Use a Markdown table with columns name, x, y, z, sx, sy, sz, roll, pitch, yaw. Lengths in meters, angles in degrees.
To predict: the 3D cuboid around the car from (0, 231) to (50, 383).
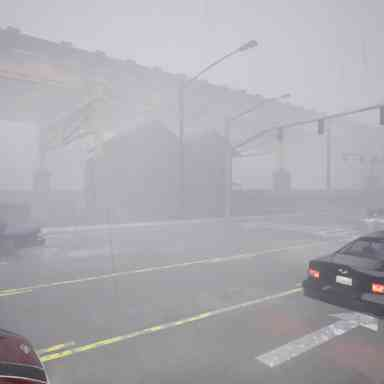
| name | x | y | z | sx | sy | sz | roll | pitch | yaw |
| --- | --- | --- | --- | --- | --- | --- | --- | --- | --- |
| car | -3.048 | 1.352 | 1.573 | 4.553 | 1.767 | 2.097 | 0 | 0 | -36 |

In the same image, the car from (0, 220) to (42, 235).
| name | x | y | z | sx | sy | sz | roll | pitch | yaw |
| --- | --- | --- | --- | --- | --- | --- | --- | --- | --- |
| car | -7.907 | 1.547 | 11.249 | 5.357 | 1.411 | 2.033 | 0 | 0 | -36 |

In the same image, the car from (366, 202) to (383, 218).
| name | x | y | z | sx | sy | sz | roll | pitch | yaw |
| --- | --- | --- | --- | --- | --- | --- | --- | --- | --- |
| car | 17.554 | 1.547 | 29.424 | 5.357 | 1.411 | 2.033 | 0 | 0 | -36 |

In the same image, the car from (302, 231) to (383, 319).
| name | x | y | z | sx | sy | sz | roll | pitch | yaw |
| --- | --- | --- | --- | --- | --- | --- | --- | --- | --- |
| car | 4.631 | 1.547 | 7.092 | 5.357 | 1.411 | 2.033 | 0 | 0 | -35 |
